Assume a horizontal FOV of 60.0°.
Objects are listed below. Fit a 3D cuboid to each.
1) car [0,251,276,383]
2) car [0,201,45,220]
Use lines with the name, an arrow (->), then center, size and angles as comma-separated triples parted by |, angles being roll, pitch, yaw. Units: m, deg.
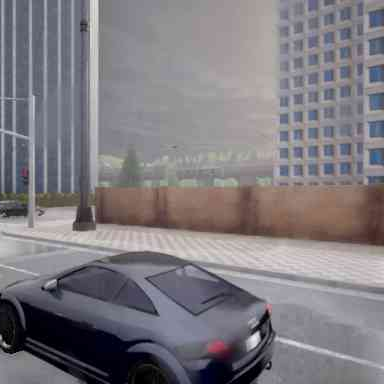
car -> -0.991, 1.564, 4.708 | 4.181, 1.385, 1.994 | 0, 0, 35
car -> -14.995, 1.505, 28.223 | 1.837, 1.490, 4.892 | 0, 0, 35
